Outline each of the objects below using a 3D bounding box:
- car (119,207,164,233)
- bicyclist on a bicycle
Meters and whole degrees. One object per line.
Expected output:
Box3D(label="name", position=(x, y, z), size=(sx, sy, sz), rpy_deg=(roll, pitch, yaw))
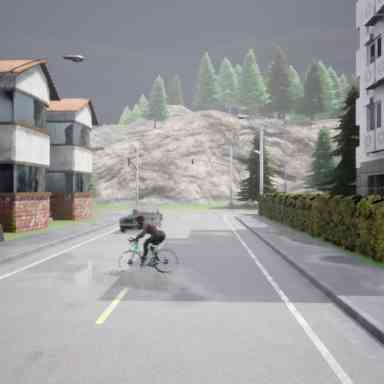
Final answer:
Box3D(label="car", position=(-2.871, 1.601, 19.585), size=(1.895, 1.301, 4.718), rpy_deg=(0, 0, 3))
Box3D(label="bicyclist on a bicycle", position=(-1.218, 1.453, 9.089), size=(1.656, 1.620, 0.582), rpy_deg=(-2, 0, 2))
